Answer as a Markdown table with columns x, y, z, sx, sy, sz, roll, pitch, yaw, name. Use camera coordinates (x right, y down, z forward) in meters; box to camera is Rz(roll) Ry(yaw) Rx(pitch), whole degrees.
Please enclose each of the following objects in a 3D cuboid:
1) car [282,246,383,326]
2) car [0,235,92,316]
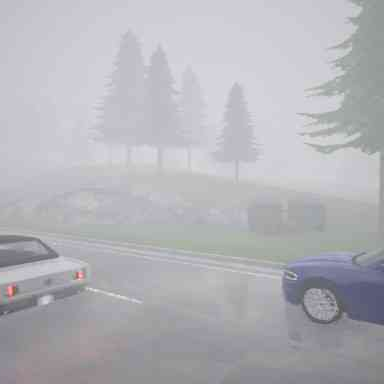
| x | y | z | sx | sy | sz | roll | pitch | yaw | name |
| --- | --- | --- | --- | --- | --- | --- | --- | --- | --- |
| 4.017 | 1.477 | 5.427 | 5.008 | 1.535 | 1.882 | 0 | 0 | 36 | car |
| -4.363 | 1.601 | 7.105 | 4.718 | 1.301 | 1.895 | 0 | 0 | 35 | car |
